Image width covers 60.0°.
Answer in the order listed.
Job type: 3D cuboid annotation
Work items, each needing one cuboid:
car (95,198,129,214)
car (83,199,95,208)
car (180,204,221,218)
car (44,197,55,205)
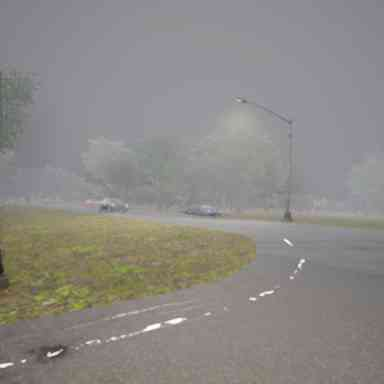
[{"bbox_3d":[-8.780,1.459,37.219,2.097,1.767,4.553,4,-3,-35],"label":"car"},{"bbox_3d":[-19.696,2.162,65.006,2.097,1.767,4.553,4,-3,-35],"label":"car"},{"bbox_3d":[0.841,1.994,35.632,2.033,1.411,5.357,4,-3,-35],"label":"car"},{"bbox_3d":[-31.956,2.100,74.736,2.097,1.767,4.553,4,-3,-27],"label":"car"}]
